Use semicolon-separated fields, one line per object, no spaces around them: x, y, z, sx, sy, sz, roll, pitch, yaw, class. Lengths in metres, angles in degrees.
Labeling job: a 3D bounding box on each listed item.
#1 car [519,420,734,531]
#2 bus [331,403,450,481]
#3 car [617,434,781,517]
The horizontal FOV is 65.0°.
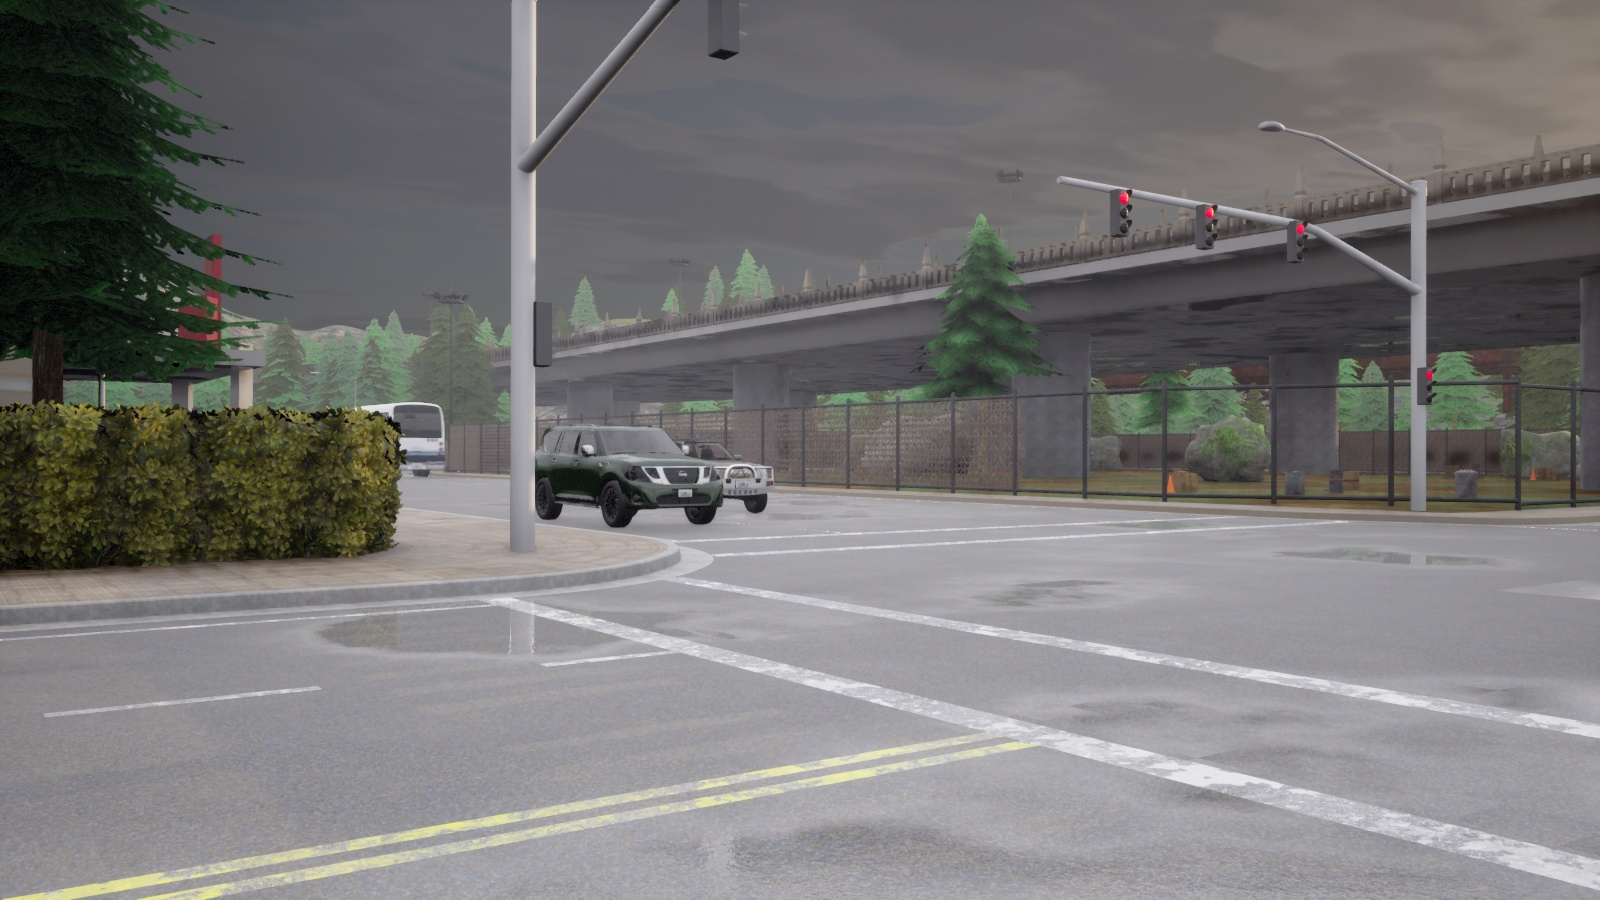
-3.753;0.480;26.071;2.150;2.045;5.566;0;0;-35;car
-24.390;-0.453;74.304;3.944;4.253;10.273;0;0;-35;bus
-2.549;0.586;30.481;1.932;1.855;4.605;0;0;-35;car
